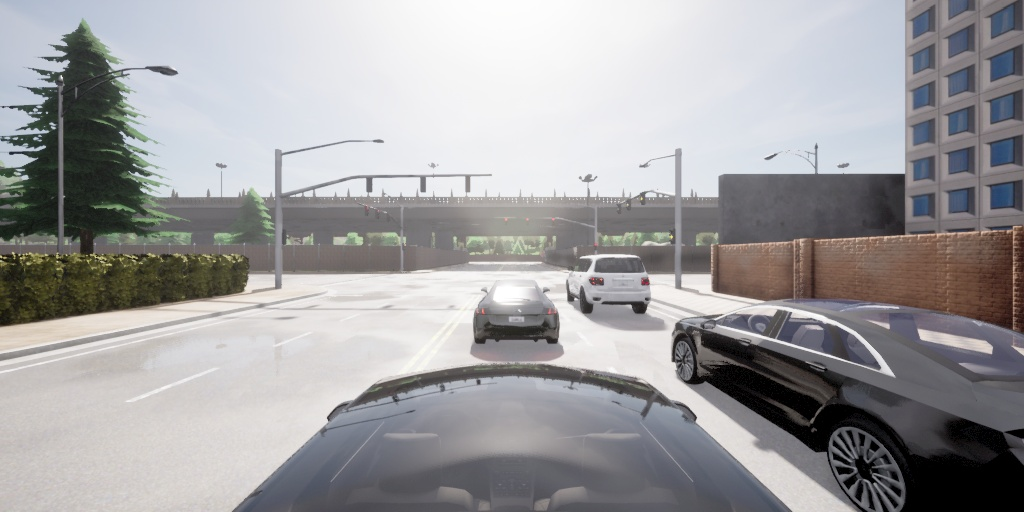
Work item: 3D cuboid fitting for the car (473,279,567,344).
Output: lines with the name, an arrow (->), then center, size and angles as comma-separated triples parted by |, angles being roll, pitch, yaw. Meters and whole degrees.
car -> 0.096, 1.314, 9.611 | 1.994, 1.385, 4.181 | 0, 0, 0

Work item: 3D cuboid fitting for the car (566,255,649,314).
car -> 3.493, 0.971, 13.955 | 2.150, 2.045, 5.566 | 0, 0, 0

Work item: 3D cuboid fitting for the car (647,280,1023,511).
car -> 3.596, 1.242, 4.150 | 2.128, 1.511, 4.902 | 0, 0, 0
